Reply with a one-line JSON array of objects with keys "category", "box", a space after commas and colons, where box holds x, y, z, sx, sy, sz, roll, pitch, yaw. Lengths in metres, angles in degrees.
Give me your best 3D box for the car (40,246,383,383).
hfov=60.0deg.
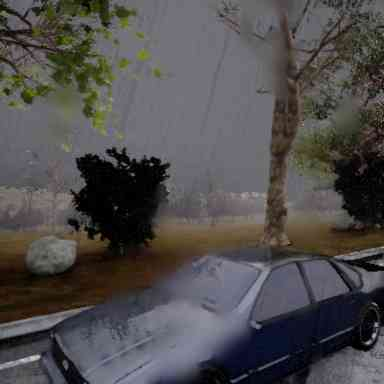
[{"category": "car", "box": [0.912, 1.540, 4.641, 5.357, 1.411, 2.033, 0, 0, -35]}]
